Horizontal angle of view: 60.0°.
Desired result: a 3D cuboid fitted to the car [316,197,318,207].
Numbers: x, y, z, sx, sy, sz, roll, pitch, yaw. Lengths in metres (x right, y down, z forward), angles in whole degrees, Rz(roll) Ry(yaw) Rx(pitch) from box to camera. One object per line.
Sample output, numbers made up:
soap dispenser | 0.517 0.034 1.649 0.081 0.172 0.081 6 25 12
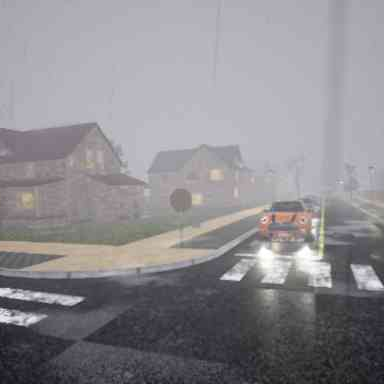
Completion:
car | 9.054 1.197 27.141 1.812 1.442 4.674 -2 0 22

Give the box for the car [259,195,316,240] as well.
car | 4.580 1.166 15.890 2.097 1.767 4.553 -2 0 22

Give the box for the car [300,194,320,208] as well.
car | 14.582 1.060 41.003 2.033 1.411 5.357 -2 0 22
